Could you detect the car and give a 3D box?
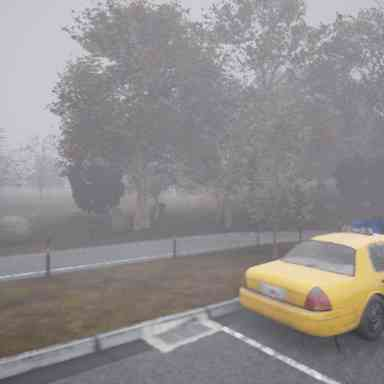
[{"bbox_3d":[3.373,1.435,6.449,5.366,1.575,1.946,-1,1,-33],"label":"car"}]
